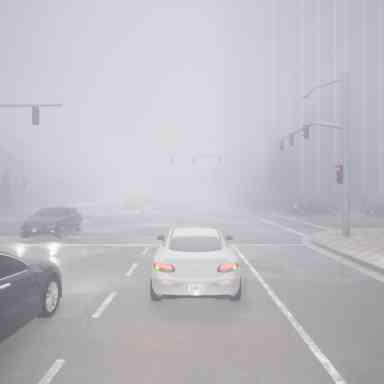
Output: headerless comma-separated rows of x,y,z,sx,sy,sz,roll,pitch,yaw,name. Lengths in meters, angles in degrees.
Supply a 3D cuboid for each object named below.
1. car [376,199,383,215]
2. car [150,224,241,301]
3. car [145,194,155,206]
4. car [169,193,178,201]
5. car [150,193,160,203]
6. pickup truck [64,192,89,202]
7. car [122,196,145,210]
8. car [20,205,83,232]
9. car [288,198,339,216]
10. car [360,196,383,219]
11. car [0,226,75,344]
20.998,1.478,32.548,5.008,1.535,1.882,0,0,0,car
0.078,1.526,8.188,1.812,1.442,4.674,0,0,0,car
-7.921,1.490,55.923,2.128,1.511,4.902,0,0,-1,car
-4.747,1.225,85.462,2.150,2.045,5.566,0,0,-1,car
-8.041,1.224,70.693,2.150,2.045,5.566,0,0,-1,car
-24.658,1.058,70.241,2.390,2.098,6.274,0,0,30,pickup truck
-7.631,1.352,42.555,2.097,1.767,4.553,0,0,-3,car
-7.199,1.505,17.507,1.837,1.490,4.892,0,0,-1,car
11.772,1.352,32.482,4.553,1.767,2.097,0,0,0,car
17.711,1.221,29.026,5.566,2.045,2.150,0,0,0,car
-3.436,1.505,4.538,1.837,1.490,4.892,0,0,0,car
